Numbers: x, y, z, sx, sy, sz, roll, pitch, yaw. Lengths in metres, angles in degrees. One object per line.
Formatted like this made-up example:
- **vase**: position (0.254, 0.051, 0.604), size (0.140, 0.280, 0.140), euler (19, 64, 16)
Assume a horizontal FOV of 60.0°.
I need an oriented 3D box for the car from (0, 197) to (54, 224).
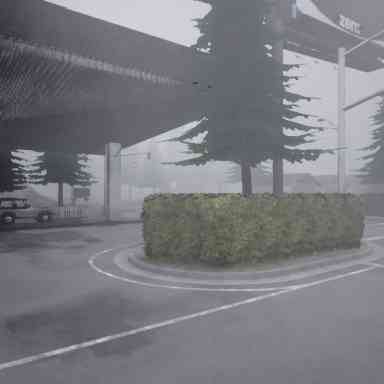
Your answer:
- **car**: position (-11.937, 1.313, 23.507), size (3.866, 1.878, 1.905), euler (0, 0, -36)
